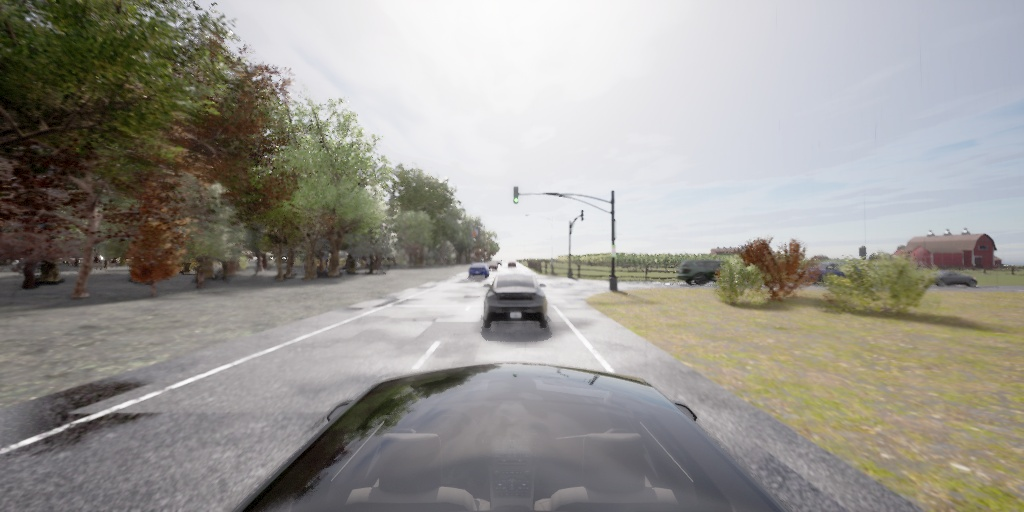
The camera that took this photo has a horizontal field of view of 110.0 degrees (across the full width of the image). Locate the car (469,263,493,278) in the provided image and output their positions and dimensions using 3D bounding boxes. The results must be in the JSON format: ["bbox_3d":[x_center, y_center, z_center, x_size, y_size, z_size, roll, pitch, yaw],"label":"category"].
[{"bbox_3d":[-3.406,1.494,37.897,1.882,1.535,5.008,0,0,0],"label":"car"}]

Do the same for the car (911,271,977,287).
[{"bbox_3d":[37.979,2.003,31.625,4.181,1.385,1.994,1,-1,1],"label":"car"}]

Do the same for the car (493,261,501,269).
[{"bbox_3d":[-3.410,1.788,61.904,1.895,1.301,4.718,0,0,0],"label":"car"}]

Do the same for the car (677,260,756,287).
[{"bbox_3d":[16.078,1.341,28.373,5.566,2.045,2.150,0,-2,4],"label":"car"}]

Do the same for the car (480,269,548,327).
[{"bbox_3d":[0.100,1.331,11.860,1.837,1.490,4.892,0,0,0],"label":"car"}]

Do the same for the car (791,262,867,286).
[{"bbox_3d":[27.980,1.552,31.699,5.566,2.045,2.150,1,-1,0],"label":"car"}]
